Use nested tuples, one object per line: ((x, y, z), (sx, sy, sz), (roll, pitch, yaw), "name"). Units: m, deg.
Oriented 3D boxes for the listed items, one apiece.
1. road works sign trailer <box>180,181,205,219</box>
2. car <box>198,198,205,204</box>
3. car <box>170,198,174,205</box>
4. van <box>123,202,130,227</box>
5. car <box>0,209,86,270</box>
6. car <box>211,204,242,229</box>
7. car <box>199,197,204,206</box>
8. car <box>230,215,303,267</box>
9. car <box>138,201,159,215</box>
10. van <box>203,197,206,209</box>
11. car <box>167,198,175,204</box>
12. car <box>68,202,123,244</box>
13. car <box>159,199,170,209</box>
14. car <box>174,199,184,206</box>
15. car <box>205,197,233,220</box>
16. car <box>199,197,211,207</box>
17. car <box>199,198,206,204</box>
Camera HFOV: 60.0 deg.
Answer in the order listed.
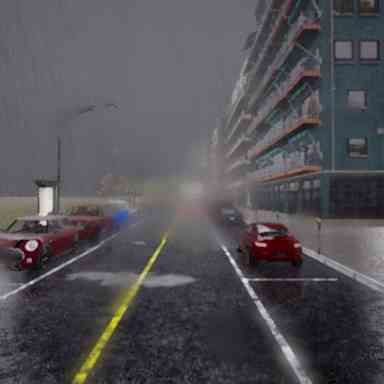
((0.014, 0.768, 31.692), (2.380, 3.560, 2.880), (0, -1, 0), "road works sign trailer")
((2.616, 2.401, 91.072), (1.752, 1.417, 4.829), (1, -1, 0), "car")
((-5.276, 2.230, 67.716), (1.802, 1.307, 4.206), (1, -1, 0), "car")
((-5.294, 1.556, 22.488), (1.690, 1.788, 3.998), (1, -1, 0), "van")
((-5.300, 1.547, 11.179), (1.967, 1.590, 4.097), (1, -1, 0), "car")
((2.584, 1.786, 22.973), (1.947, 1.339, 4.313), (1, -1, 0), "car")
((2.600, 1.806, 51.279), (2.192, 1.841, 5.009), (1, -1, 0), "car")
((2.579, 1.694, 11.651), (1.802, 1.307, 4.206), (1, -1, 0), "car")
((-5.289, 1.959, 39.447), (1.802, 1.307, 4.206), (1, -1, 0), "car")
((2.595, 1.724, 39.957), (1.690, 1.788, 3.998), (1, -1, 0), "van")
((-5.267, 2.337, 84.508), (1.752, 1.417, 4.829), (1, -1, 0), "car")
((-5.296, 1.476, 16.834), (2.192, 1.841, 5.009), (1, -1, 0), "car")
((-5.281, 2.105, 56.409), (1.947, 1.339, 4.313), (1, -1, 0), "car")
((-2.717, 2.207, 71.782), (1.812, 1.442, 4.674), (0, -1, 0), "car")
((2.590, 1.589, 28.636), (2.192, 1.841, 5.009), (1, -1, 0), "car")
((2.608, 1.969, 68.261), (2.192, 1.841, 5.009), (1, -1, 0), "car")
((2.613, 2.346, 85.412), (1.752, 1.417, 4.829), (1, -1, 0), "car")
